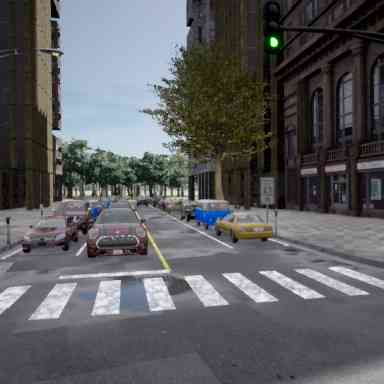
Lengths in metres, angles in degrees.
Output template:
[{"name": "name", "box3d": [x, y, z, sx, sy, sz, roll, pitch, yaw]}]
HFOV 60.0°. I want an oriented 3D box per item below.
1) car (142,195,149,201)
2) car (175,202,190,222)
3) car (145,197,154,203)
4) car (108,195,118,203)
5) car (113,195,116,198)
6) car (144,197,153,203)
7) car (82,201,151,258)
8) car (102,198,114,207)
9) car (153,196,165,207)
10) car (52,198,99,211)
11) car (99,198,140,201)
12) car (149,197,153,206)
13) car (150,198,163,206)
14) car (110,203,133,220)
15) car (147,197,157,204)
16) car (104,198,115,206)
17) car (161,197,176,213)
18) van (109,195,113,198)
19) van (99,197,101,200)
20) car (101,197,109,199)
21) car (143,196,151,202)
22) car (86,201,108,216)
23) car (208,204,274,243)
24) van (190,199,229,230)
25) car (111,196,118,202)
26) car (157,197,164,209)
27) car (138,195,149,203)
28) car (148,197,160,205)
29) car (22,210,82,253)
[{"name": "car", "box3d": [-13.172, 1.807, 94.066, 1.967, 1.590, 4.097, -1, 0, -11]}, {"name": "car", "box3d": [0.160, 1.652, 27.233, 1.947, 1.339, 4.313, -1, 0, -11]}, {"name": "car", "box3d": [-9.872, 1.829, 77.525, 1.752, 1.417, 4.829, -1, 0, -11]}, {"name": "car", "box3d": [-19.313, 1.735, 81.257, 2.192, 1.841, 5.009, -1, 0, -11]}, {"name": "car", "box3d": [-13.756, 1.747, 53.408, 1.967, 1.590, 4.097, -1, 0, -11]}, {"name": "car", "box3d": [-10.948, 1.890, 82.928, 1.947, 1.339, 4.313, -1, 0, -11]}, {"name": "car", "box3d": [-2.979, 1.433, 13.313, 2.097, 1.767, 4.553, -1, 0, -13]}, {"name": "car", "box3d": [-14.864, 1.875, 58.977, 1.887, 1.381, 4.507, -1, 0, -11]}, {"name": "car", "box3d": [-4.284, 1.739, 49.511, 2.008, 1.369, 4.403, -1, 0, -11]}, {"name": "car", "box3d": [-7.094, 1.467, 19.988, 2.192, 1.841, 5.009, -1, 0, -11]}, {"name": "car", "box3d": [-4.756, 1.482, 21.944, 2.097, 1.767, 4.553, -1, 0, -11]}, {"name": "car", "box3d": [-5.399, 1.527, 55.081, 2.192, 1.841, 5.009, -1, 0, -11]}, {"name": "car", "box3d": [-6.505, 1.786, 60.650, 2.008, 1.369, 4.403, -1, 0, -11]}, {"name": "car", "box3d": [-6.525, 1.776, 30.839, 1.895, 1.301, 4.718, -1, 0, -11]}, {"name": "car", "box3d": [-8.726, 1.863, 71.789, 1.802, 1.307, 4.206, -1, 0, -11]}, {"name": "car", "box3d": [-15.974, 1.935, 64.547, 1.802, 1.307, 4.206, -1, 0, -11]}, {"name": "car", "box3d": [-2.096, 1.666, 38.539, 1.752, 1.417, 4.829, -1, 0, -11]}, {"name": "van", "box3d": [-12.647, 1.625, 47.838, 1.690, 1.788, 3.998, -1, 0, -11]}, {"name": "van", "box3d": [-8.204, 1.523, 25.558, 1.690, 1.788, 3.998, -1, 0, -11]}, {"name": "car", "box3d": [-9.315, 1.524, 31.128, 2.192, 1.841, 5.009, -1, 0, -11]}, {"name": "car", "box3d": [-12.093, 1.872, 88.663, 1.752, 1.417, 4.829, -1, 0, -11]}, {"name": "car", "box3d": [-10.421, 1.786, 36.698, 2.008, 1.369, 4.403, -1, 0, -11]}, {"name": "car", "box3d": [2.347, 1.552, 16.260, 1.752, 1.417, 4.829, -1, 0, -11]}, {"name": "van", "box3d": [1.265, 1.398, 21.664, 1.690, 1.788, 3.998, -1, 0, -11]}, {"name": "car", "box3d": [-21.497, 1.987, 92.229, 1.752, 1.417, 4.829, -1, 0, -11]}, {"name": "car", "box3d": [-3.173, 1.709, 43.942, 1.887, 1.381, 4.507, -1, 0, -11]}, {"name": "car", "box3d": [-8.847, 1.764, 58.812, 1.837, 1.490, 4.892, -1, 0, -11]}, {"name": "car", "box3d": [-7.616, 1.809, 66.219, 2.008, 1.369, 4.403, -1, 0, -11]}, {"name": "car", "box3d": [-5.977, 1.703, 14.417, 1.802, 1.307, 4.206, -1, 0, -11]}]
